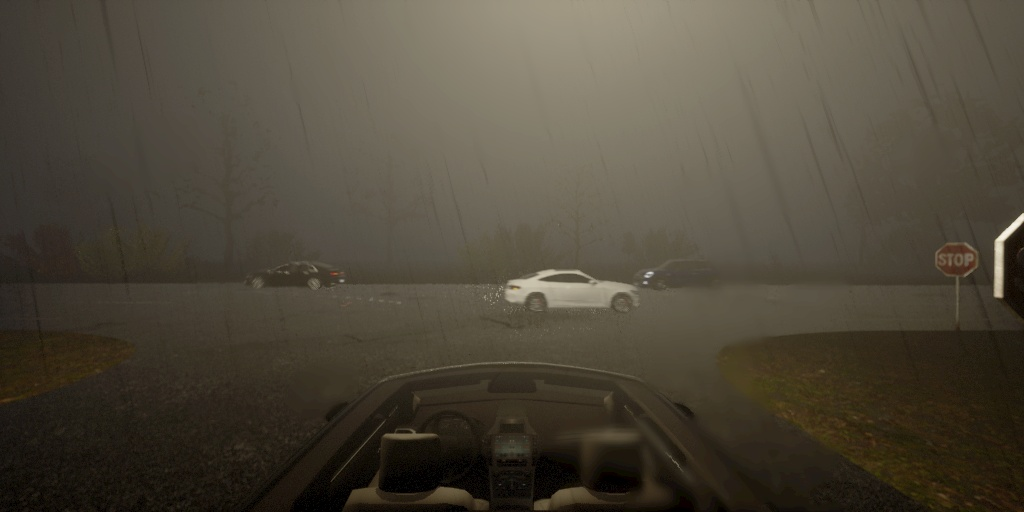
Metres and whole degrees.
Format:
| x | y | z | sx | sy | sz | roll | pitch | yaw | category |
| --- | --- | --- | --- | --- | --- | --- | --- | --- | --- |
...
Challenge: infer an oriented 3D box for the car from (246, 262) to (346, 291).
| x | y | z | sx | sy | sz | roll | pitch | yaw | category |
| --- | --- | --- | --- | --- | --- | --- | --- | --- | --- |
| -11.669 | 1.087 | 19.485 | 4.892 | 1.490 | 1.837 | 0 | 1 | -1 | car |

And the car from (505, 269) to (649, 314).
| x | y | z | sx | sy | sz | roll | pitch | yaw | category |
| --- | --- | --- | --- | --- | --- | --- | --- | --- | --- |
| 2.076 | 1.193 | 12.698 | 4.674 | 1.442 | 1.812 | 0 | 0 | -1 | car |

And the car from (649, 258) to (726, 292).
| x | y | z | sx | sy | sz | roll | pitch | yaw | category |
| --- | --- | --- | --- | --- | --- | --- | --- | --- | --- |
| 9.129 | 0.990 | 19.829 | 4.553 | 1.767 | 2.097 | 0 | 1 | -1 | car |
